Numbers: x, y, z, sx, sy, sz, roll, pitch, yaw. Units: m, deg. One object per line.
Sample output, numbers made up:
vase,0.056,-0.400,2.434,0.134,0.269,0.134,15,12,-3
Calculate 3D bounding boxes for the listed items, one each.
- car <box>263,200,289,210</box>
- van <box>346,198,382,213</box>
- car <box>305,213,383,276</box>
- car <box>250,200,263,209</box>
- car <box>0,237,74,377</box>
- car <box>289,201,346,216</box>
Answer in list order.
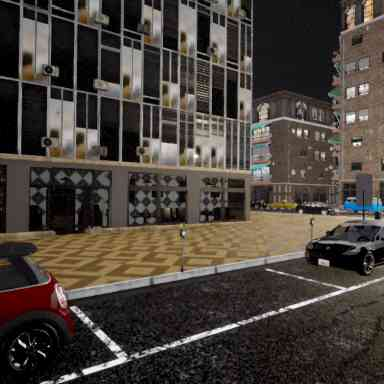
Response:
car,12.719,1.787,46.694,1.752,1.417,4.829,0,-1,-35
van,19.143,1.525,37.437,1.690,1.788,3.998,0,-1,-35
car,5.398,1.567,10.392,4.313,1.339,1.947,0,1,-35
car,9.654,1.864,51.114,1.947,1.339,4.313,0,-1,-35
car,-3.682,1.440,3.922,4.097,1.590,1.967,0,1,-35
car,12.253,1.620,32.662,2.008,1.369,4.403,0,-1,-35
